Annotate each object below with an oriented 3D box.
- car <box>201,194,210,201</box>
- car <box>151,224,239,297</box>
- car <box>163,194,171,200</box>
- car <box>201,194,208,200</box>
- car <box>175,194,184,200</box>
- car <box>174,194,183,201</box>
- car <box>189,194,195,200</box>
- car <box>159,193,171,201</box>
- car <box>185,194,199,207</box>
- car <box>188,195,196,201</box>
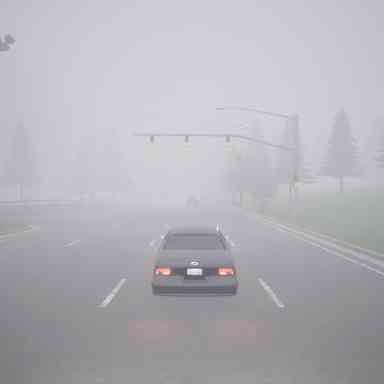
[{"bbox_3d":[3.517,1.492,83.449,1.837,1.490,4.892,0,0,0],"label":"car"},{"bbox_3d":[0.068,1.547,8.768,2.033,1.411,5.357,0,0,0],"label":"car"},{"bbox_3d":[-6.981,1.385,93.872,1.994,1.385,4.181,0,0,0],"label":"car"},{"bbox_3d":[3.519,1.310,93.869,1.882,1.535,5.008,0,0,0],"label":"car"},{"bbox_3d":[-3.481,1.357,93.871,2.128,1.511,4.902,0,0,0],"label":"car"},{"bbox_3d":[-3.483,1.517,83.868,1.812,1.442,4.674,0,0,0],"label":"car"},{"bbox_3d":[0.019,1.310,93.870,1.882,1.535,5.008,0,0,0],"label":"car"},{"bbox_3d":[-6.983,1.217,83.482,2.150,2.045,5.566,0,0,0],"label":"car"},{"bbox_3d":[0.009,1.352,52.807,2.097,1.767,4.553,0,0,0],"label":"car"},{"bbox_3d":[0.017,1.531,83.450,2.033,1.411,5.357,0,0,0],"label":"car"}]
